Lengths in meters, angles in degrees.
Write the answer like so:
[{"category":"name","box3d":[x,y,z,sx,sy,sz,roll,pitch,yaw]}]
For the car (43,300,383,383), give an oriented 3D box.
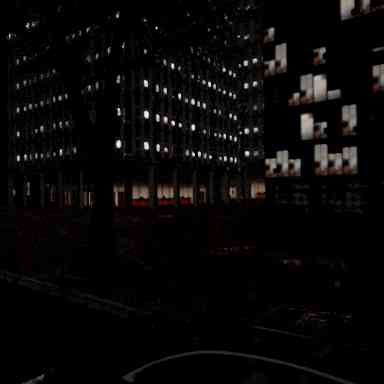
[{"category":"car","box3d":[0.652,1.550,2.423,4.403,1.369,2.008,0,-1,36]}]
